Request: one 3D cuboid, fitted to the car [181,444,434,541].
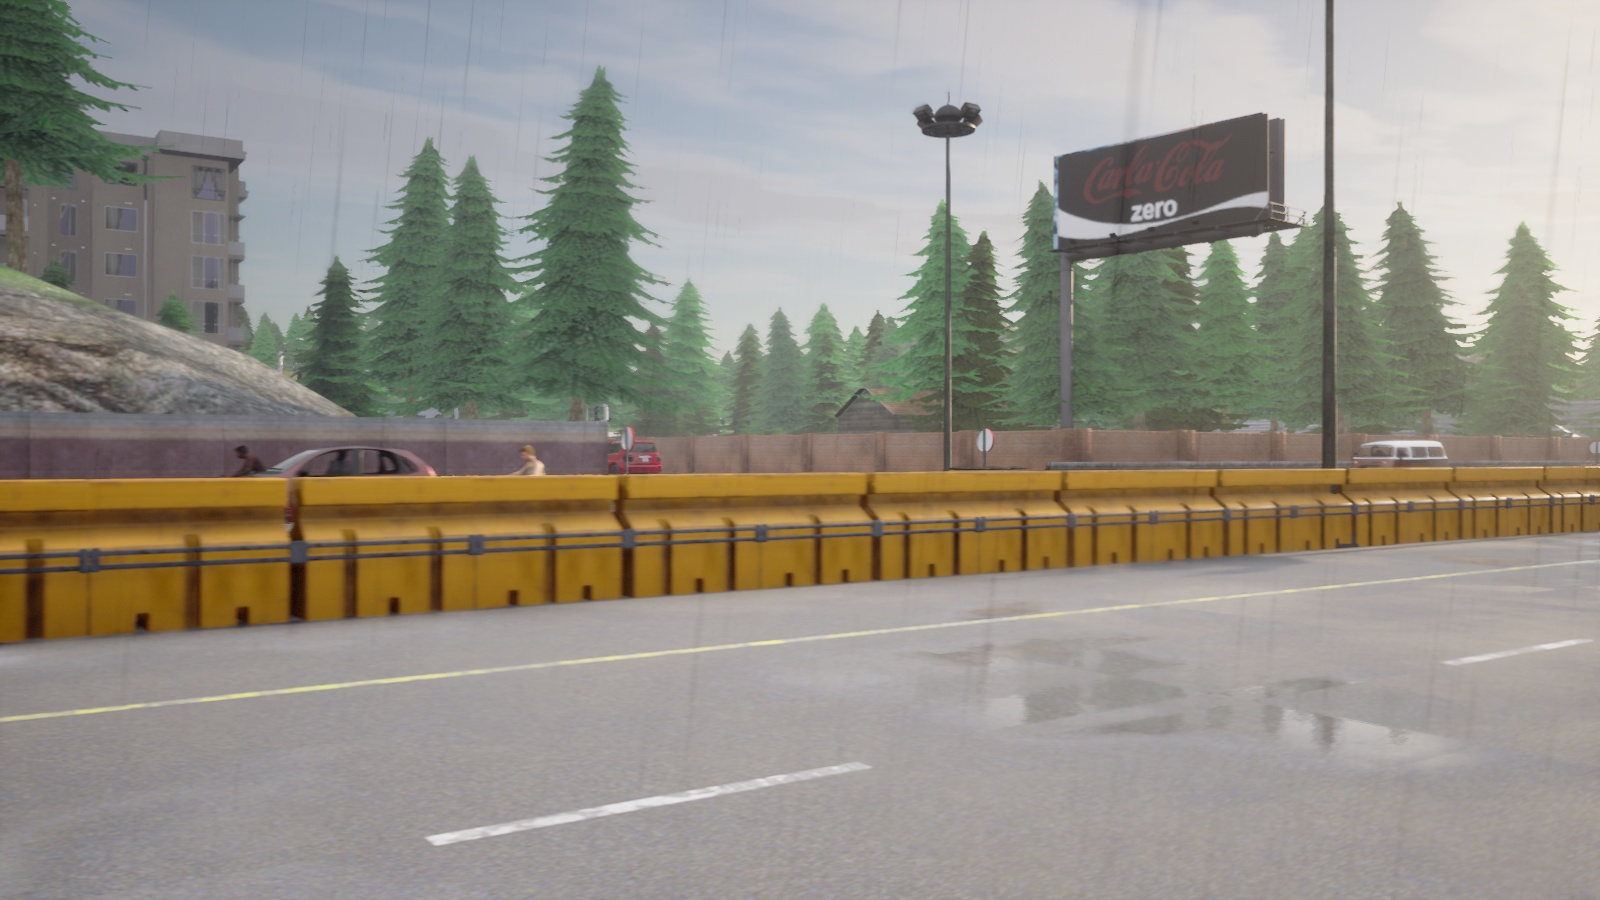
[{"bbox_3d":[-8.972,0.717,22.975,3.988,1.617,1.851,0,0,-34],"label":"car"}]

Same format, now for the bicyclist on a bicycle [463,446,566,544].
[{"bbox_3d":[-4.895,0.744,21.511,1.509,1.612,0.866,0,0,-34],"label":"bicyclist on a bicycle"}]

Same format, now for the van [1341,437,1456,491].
[{"bbox_3d":[23.500,0.538,49.279,4.480,2.038,2.069,0,0,-34],"label":"van"}]

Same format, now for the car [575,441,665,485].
[{"bbox_3d":[-8.799,0.610,60.926,2.150,2.045,5.566,0,0,-33],"label":"car"}]
